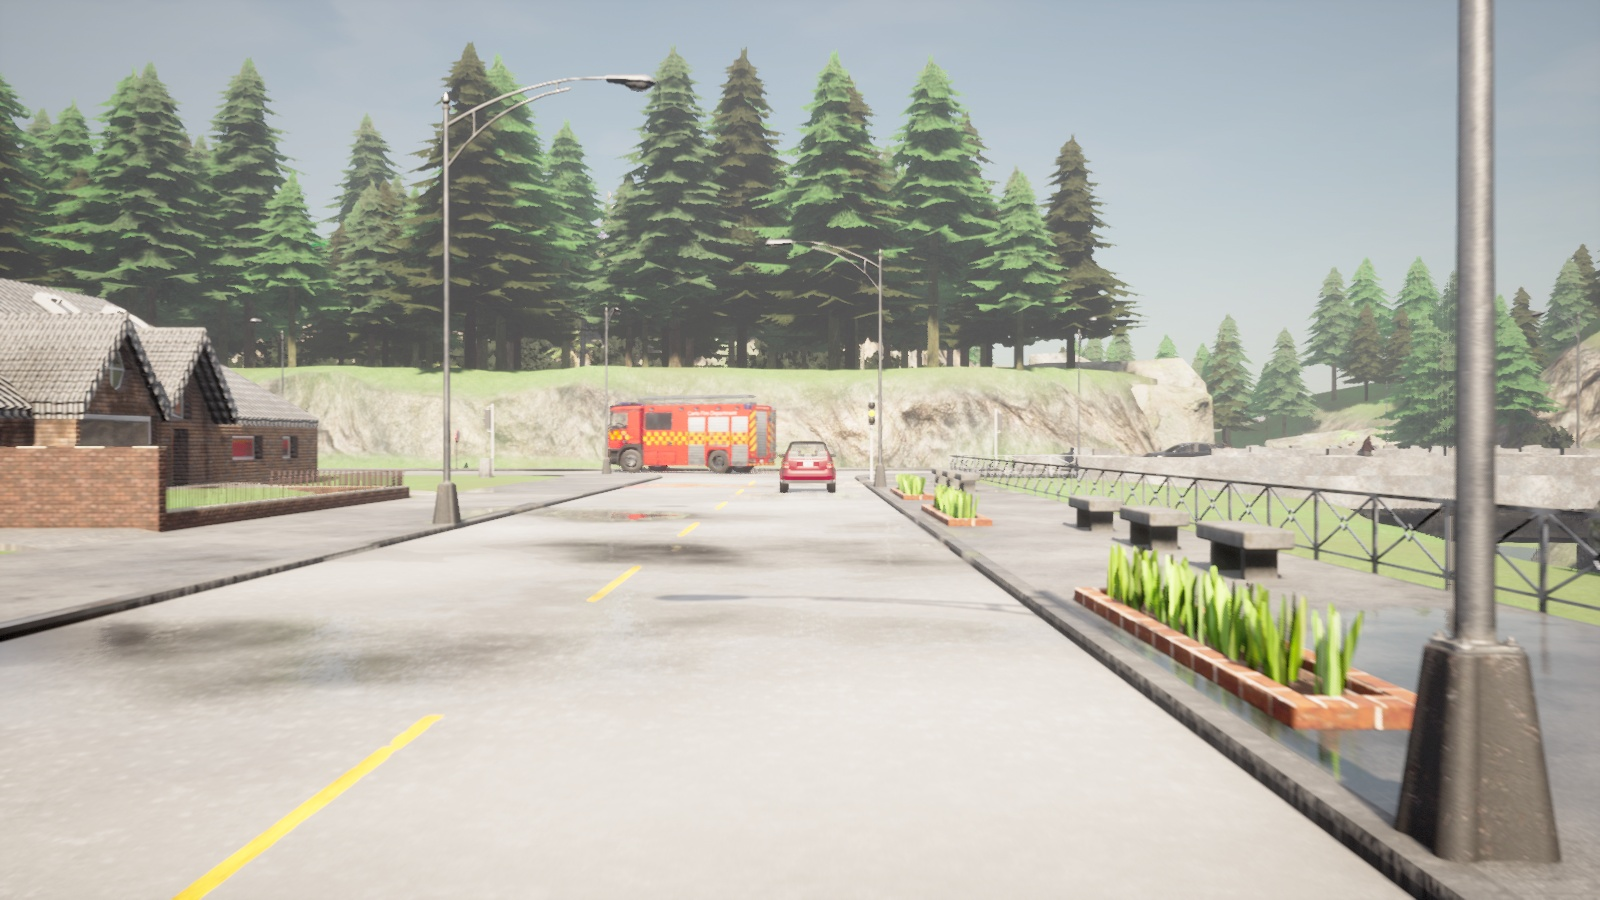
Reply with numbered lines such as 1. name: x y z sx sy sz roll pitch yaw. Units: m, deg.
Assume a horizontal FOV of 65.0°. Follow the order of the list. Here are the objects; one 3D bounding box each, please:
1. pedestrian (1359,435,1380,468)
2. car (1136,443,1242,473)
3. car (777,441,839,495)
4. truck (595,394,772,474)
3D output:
1. pedestrian: 31.518 0.090 69.537 0.899 1.844 0.634 0 0 4
2. car: 19.933 0.404 64.486 4.892 1.490 1.837 0 0 0
3. car: 0.237 0.509 38.375 1.789 1.549 3.705 0 0 0
4. truck: -5.832 -0.775 62.462 8.468 3.827 2.891 0 0 25
